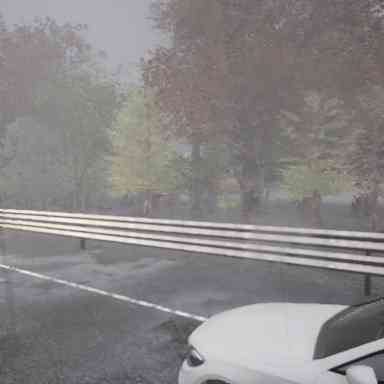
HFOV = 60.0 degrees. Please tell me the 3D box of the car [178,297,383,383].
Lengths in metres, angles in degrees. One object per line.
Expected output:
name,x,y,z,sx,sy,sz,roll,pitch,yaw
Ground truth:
car,2.059,1.526,2.524,4.674,1.442,1.812,0,0,35
